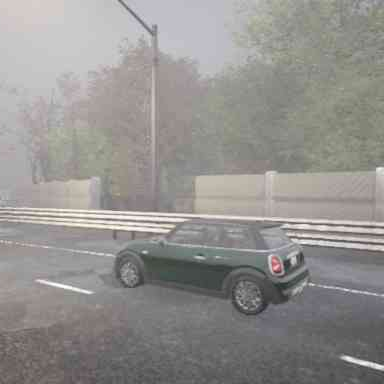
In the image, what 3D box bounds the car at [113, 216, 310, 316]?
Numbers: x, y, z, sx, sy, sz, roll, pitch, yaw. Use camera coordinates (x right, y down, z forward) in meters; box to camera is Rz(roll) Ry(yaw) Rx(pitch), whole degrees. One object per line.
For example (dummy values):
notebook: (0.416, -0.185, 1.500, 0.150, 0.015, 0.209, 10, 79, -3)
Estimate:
car: (0.266, 1.390, 7.826, 4.553, 1.767, 2.097, 0, 0, 34)
